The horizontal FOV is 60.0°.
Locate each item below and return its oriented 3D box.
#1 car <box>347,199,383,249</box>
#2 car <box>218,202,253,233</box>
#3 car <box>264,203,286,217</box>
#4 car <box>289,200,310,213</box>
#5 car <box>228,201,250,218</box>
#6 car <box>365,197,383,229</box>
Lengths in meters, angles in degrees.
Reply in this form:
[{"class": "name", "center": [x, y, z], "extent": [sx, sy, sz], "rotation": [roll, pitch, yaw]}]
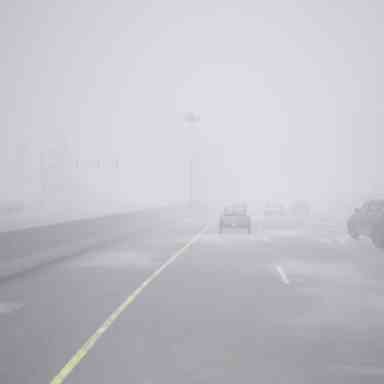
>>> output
[{"class": "car", "center": [8.892, 1.336, 15.074], "extent": [2.150, 2.045, 5.566], "rotation": [0, 0, 9]}, {"class": "car", "center": [2.665, 1.601, 20.411], "extent": [2.128, 1.511, 4.902], "rotation": [0, 0, 9]}, {"class": "car", "center": [8.406, 1.803, 34.210], "extent": [1.895, 1.301, 4.718], "rotation": [0, 0, 9]}, {"class": "car", "center": [12.918, 1.730, 40.215], "extent": [1.882, 1.535, 5.008], "rotation": [0, 0, 9]}, {"class": "car", "center": [4.849, 1.732, 34.149], "extent": [2.033, 1.411, 5.357], "rotation": [0, 0, 9]}, {"class": "car", "center": [13.522, 1.392, 21.915], "extent": [2.150, 2.045, 5.566], "rotation": [0, 0, 9]}]
